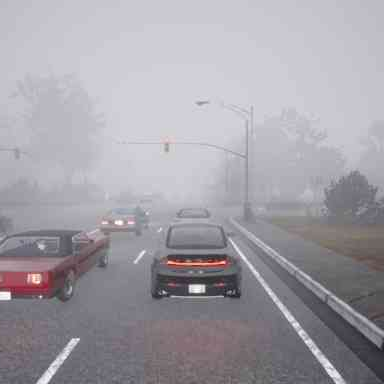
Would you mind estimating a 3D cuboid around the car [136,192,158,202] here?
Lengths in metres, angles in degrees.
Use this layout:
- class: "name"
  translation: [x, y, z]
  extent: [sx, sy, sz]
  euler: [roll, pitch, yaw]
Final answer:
- class: "car"
  translation: [-7.202, 1.145, 53.350]
  extent: [2.033, 1.411, 5.357]
  euler: [0, 1, 0]

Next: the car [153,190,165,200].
- class: "car"
  translation: [-7.179, 0.666, 69.209]
  extent: [2.150, 2.045, 5.566]
  euler: [0, 1, -1]

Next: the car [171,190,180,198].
- class: "car"
  translation: [-4.159, 0.756, 84.771]
  extent: [2.128, 1.511, 4.902]
  euler: [0, 1, -4]

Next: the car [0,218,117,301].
- class: "car"
  translation: [-3.415, 1.570, 8.209]
  extent: [1.895, 1.301, 4.718]
  euler: [0, 0, 0]

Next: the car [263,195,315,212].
- class: "car"
  translation: [9.824, 1.106, 34.572]
  extent: [4.553, 1.767, 2.097]
  euler: [0, 0, -1]

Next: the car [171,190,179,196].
- class: "car"
  translation: [-4.921, 0.275, 94.818]
  extent: [2.097, 1.767, 4.553]
  euler: [0, 1, -7]

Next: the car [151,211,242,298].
- class: "car"
  translation: [0.086, 1.472, 8.390]
  extent: [1.837, 1.490, 4.892]
  euler: [0, 0, 0]

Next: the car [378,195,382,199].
- class: "car"
  translation: [23.743, 0.939, 39.026]
  extent: [5.566, 2.045, 2.150]
  euler: [0, 0, -4]

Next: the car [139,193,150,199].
- class: "car"
  translation: [-10.810, 0.958, 75.824]
  extent: [1.895, 1.301, 4.718]
  euler: [0, 1, -1]

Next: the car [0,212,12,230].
- class: "car"
  translation: [-10.631, 1.471, 16.152]
  extent: [1.994, 1.385, 4.181]
  euler: [0, 0, 0]

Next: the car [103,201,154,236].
- class: "car"
  translation: [-3.449, 1.441, 17.798]
  extent: [2.033, 1.411, 5.357]
  euler: [0, 0, -1]

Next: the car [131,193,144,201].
- class: "car"
  translation: [-10.679, 0.965, 65.385]
  extent: [1.882, 1.535, 5.008]
  euler: [0, 1, 0]

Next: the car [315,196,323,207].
- class: "car"
  translation: [13.659, 1.214, 38.436]
  extent: [4.902, 1.511, 2.128]
  euler: [0, 0, -3]

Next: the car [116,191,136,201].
- class: "car"
  translation: [-10.701, 0.816, 53.868]
  extent: [2.150, 2.045, 5.566]
  euler: [0, 0, 0]

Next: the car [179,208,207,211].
- class: "car"
  translation: [0.076, 1.495, 17.703]
  extent: [1.895, 1.301, 4.718]
  euler: [0, 0, 0]

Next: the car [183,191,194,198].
- class: "car"
  translation: [-0.687, 0.775, 85.309]
  extent: [1.994, 1.385, 4.181]
  euler: [0, 1, -4]

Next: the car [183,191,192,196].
- class: "car"
  translation: [-1.441, 0.456, 95.186]
  extent: [2.033, 1.411, 5.357]
  euler: [0, 1, -7]

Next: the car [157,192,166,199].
- class: "car"
  translation: [-7.471, 0.775, 80.654]
  extent: [1.882, 1.535, 5.008]
  euler: [0, 1, -2]
